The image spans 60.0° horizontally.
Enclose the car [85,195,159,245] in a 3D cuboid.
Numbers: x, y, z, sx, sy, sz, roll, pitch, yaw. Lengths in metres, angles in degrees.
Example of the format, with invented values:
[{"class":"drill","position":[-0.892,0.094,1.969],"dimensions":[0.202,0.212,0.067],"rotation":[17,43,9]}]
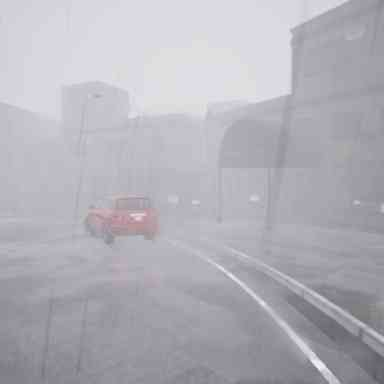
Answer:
[{"class":"car","position":[-3.459,1.161,15.702],"dimensions":[2.150,2.045,5.566],"rotation":[-1,1,-29]}]
